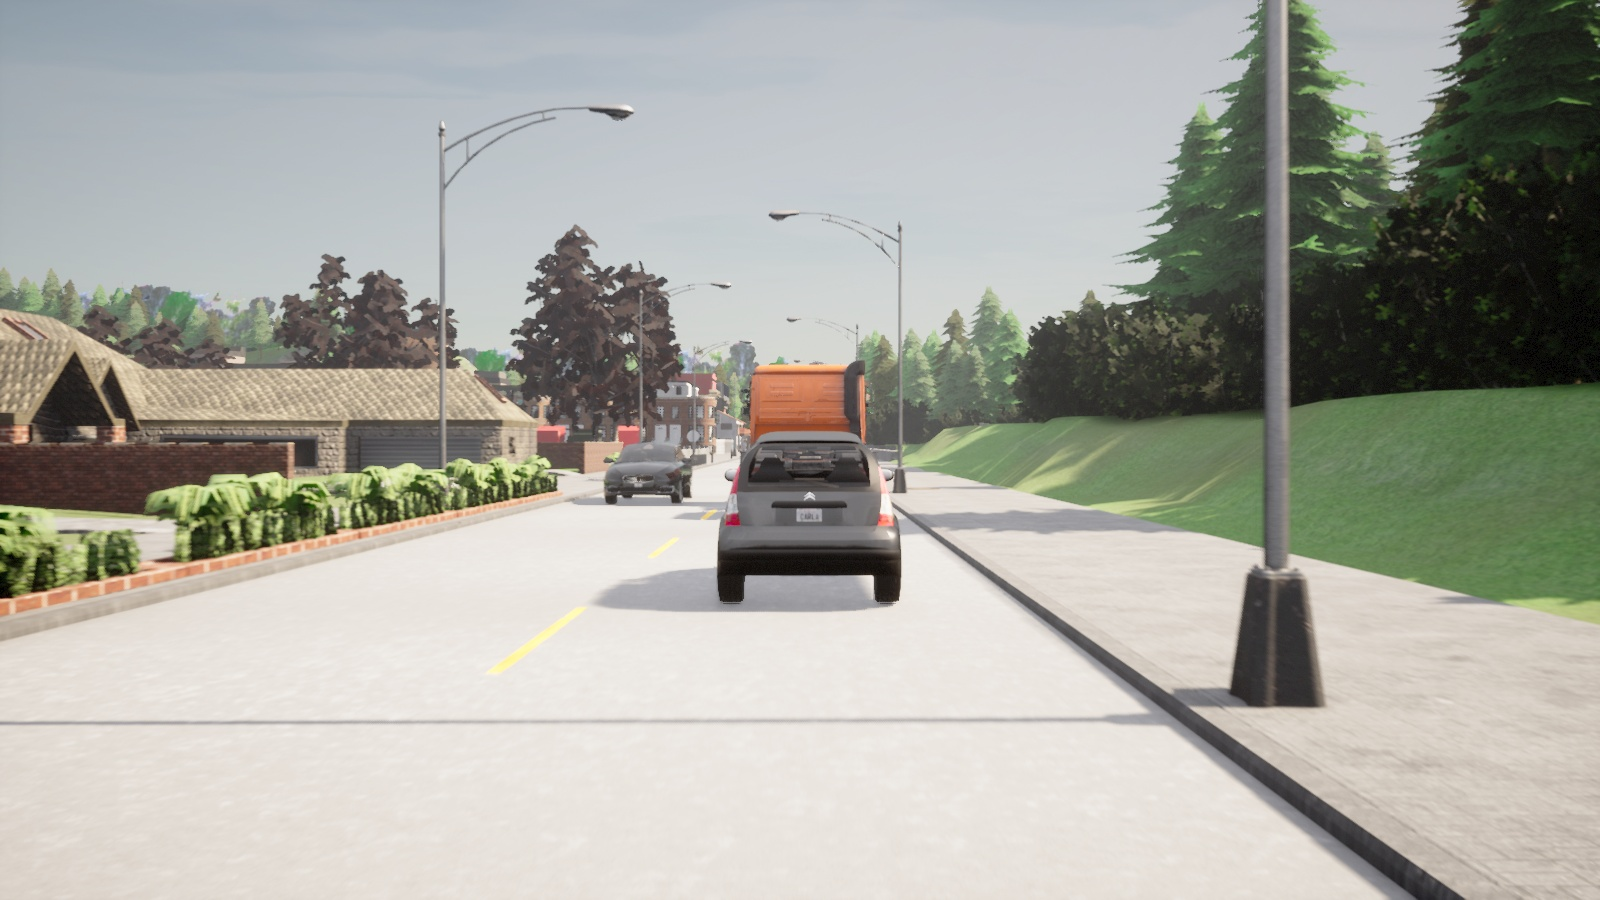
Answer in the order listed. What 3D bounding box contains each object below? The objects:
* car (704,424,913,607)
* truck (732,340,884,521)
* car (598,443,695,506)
[{"bbox_3d":[0.090,0.568,13.121,1.851,1.617,3.988,0,0,0],"label":"car"},{"bbox_3d":[0.175,-0.398,27.967,2.891,3.462,7.936,0,0,0],"label":"truck"},{"bbox_3d":[-3.805,0.563,31.850,1.837,1.490,4.892,0,0,0],"label":"car"}]
